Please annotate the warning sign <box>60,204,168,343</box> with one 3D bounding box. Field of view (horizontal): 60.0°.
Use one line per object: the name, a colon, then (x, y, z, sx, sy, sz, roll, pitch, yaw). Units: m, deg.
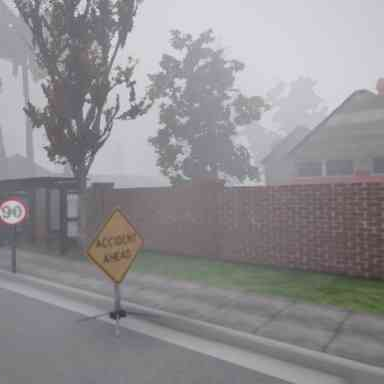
warning sign: (-1.228, 1.155, 5.410, 1.060, 1.860, 1.300, -1, 0, 36)
